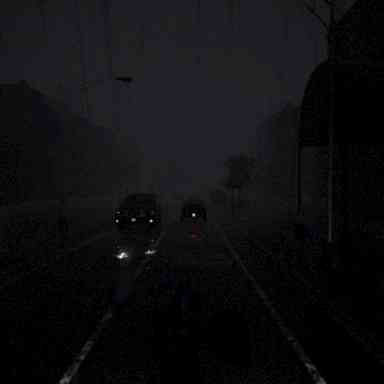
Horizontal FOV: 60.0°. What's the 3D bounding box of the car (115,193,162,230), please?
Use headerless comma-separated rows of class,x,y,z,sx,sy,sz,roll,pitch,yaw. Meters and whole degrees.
car,-3.082,1.086,20.284,2.150,2.045,5.566,0,0,0

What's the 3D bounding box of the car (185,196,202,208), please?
car,0.132,1.198,42.004,2.033,1.411,5.357,0,0,-1

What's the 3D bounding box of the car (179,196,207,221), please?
car,0.122,1.325,25.579,1.837,1.490,4.892,0,0,0

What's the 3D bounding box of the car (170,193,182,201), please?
car,-2.973,0.940,63.149,1.837,1.490,4.892,0,1,1
